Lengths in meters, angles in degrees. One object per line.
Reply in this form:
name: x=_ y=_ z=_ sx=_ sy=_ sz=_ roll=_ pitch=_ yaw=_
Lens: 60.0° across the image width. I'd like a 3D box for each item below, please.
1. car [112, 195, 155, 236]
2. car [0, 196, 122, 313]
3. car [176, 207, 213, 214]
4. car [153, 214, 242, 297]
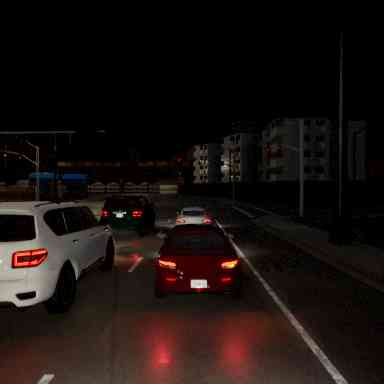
car: x=-3.355 y=1.179 z=18.139 sx=2.150 sy=2.045 sz=5.566 roll=0 pitch=0 yaw=0
car: x=-3.385 y=1.218 z=7.780 sx=2.150 sy=2.045 sz=5.566 roll=0 pitch=0 yaw=0
car: x=0.112 y=1.490 z=17.510 sx=1.812 sy=1.442 sz=4.674 roll=0 pitch=0 yaw=1
car: x=0.118 y=1.521 z=8.423 sx=1.812 sy=1.442 sz=4.674 roll=0 pitch=0 yaw=0
